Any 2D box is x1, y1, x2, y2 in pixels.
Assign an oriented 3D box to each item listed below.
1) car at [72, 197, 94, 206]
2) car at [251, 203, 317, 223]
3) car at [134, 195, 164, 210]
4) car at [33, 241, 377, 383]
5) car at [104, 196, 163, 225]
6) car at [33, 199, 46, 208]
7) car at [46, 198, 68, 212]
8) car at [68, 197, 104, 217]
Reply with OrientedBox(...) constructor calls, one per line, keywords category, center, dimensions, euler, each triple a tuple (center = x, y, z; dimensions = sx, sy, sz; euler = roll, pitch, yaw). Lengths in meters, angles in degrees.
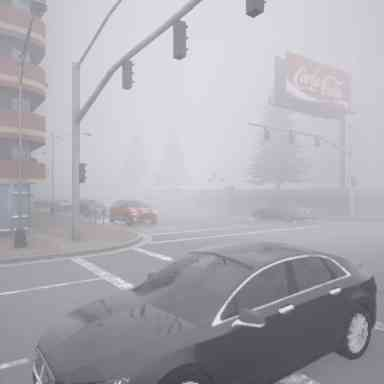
OrientedBox(category="car", center=(-18.182, 1.547, 55.400), dimensions=(2.033, 1.411, 5.357), euler=(0, 0, -36))
OrientedBox(category="car", center=(6.996, 1.547, 25.823), dimensions=(2.033, 1.411, 5.357), euler=(0, 0, -31))
OrientedBox(category="car", center=(-5.752, 1.352, 44.206), dimensions=(2.097, 1.767, 4.553), euler=(0, 0, -36))
OrientedBox(category="car", center=(0.585, 1.502, 4.415), dimensions=(4.892, 1.490, 1.837), euler=(-1, 1, -36))
OrientedBox(category="car", center=(-4.274, 1.352, 23.925), dimensions=(2.097, 1.767, 4.553), euler=(0, 0, -36))
OrientedBox(category="car", center=(-21.215, 1.601, 47.397), dimensions=(1.895, 1.301, 4.718), euler=(0, 0, -35))
OrientedBox(category="car", center=(-15.278, 1.478, 39.136), dimensions=(1.882, 1.535, 5.008), euler=(0, 0, -36))
OrientedBox(category="car", center=(-9.610, 1.491, 31.292), dimensions=(2.128, 1.511, 4.902), euler=(0, 0, -36))
